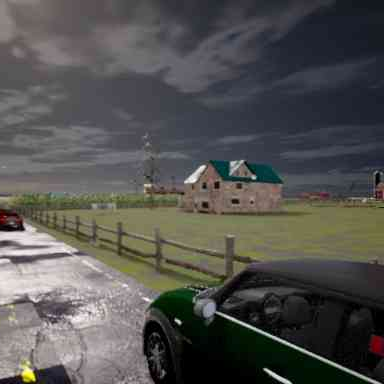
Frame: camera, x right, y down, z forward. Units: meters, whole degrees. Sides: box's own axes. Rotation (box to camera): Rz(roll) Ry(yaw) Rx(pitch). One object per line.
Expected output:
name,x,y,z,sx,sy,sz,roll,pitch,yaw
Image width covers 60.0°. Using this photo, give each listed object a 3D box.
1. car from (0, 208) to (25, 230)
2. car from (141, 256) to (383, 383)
car,-15.378,2.339,28.076,1.812,1.442,4.674,1,-2,-32
car,1.184,1.477,3.469,2.097,1.767,4.553,1,-2,-32
